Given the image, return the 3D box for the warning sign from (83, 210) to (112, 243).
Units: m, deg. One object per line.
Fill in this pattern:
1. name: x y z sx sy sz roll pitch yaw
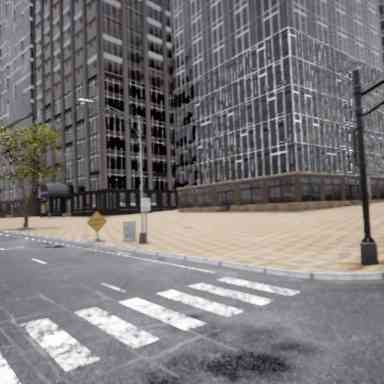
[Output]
1. warning sign: -5.796 2.096 20.307 1.300 1.860 1.060 -1 -3 -41
